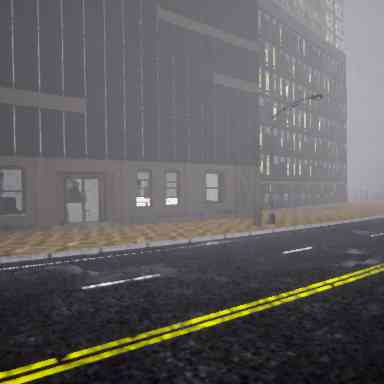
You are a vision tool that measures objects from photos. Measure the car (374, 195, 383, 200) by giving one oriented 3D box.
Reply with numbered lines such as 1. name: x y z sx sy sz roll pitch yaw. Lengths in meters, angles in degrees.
1. car: 46.210 1.390 80.202 4.313 1.339 1.947 0 1 44

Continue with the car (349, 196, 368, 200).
1. car: 42.155 1.374 84.187 4.206 1.307 1.802 0 1 44
